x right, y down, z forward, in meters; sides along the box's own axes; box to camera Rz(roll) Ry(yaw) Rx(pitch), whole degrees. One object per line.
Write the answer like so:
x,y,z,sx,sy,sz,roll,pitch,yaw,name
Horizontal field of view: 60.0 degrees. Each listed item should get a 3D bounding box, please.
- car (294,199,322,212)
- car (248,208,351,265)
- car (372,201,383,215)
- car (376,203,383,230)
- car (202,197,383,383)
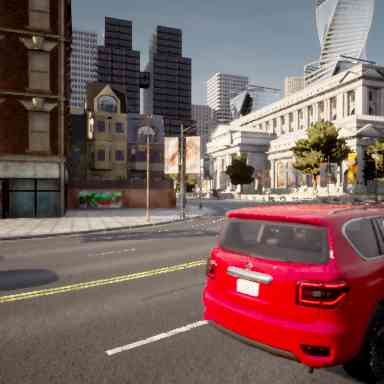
13.350,1.574,38.605,1.895,1.301,4.718,0,0,3,car
4.324,1.483,12.753,2.128,1.511,4.902,0,0,39,car
19.580,1.577,32.800,1.895,1.301,4.718,0,0,11,car
12.798,1.493,20.687,1.837,1.490,4.892,1,0,23,car
2.642,1.218,5.720,5.566,2.045,2.150,0,0,-42,car
